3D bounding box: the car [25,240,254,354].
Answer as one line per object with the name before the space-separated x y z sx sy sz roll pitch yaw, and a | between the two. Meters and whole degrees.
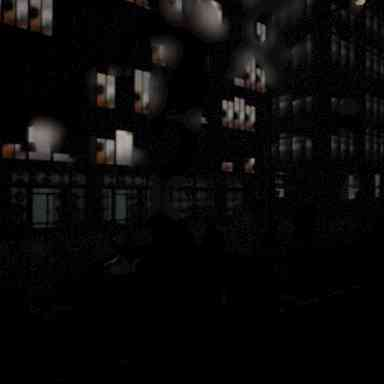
car | -0.694 1.582 6.055 4.206 1.307 1.802 0 1 -35
